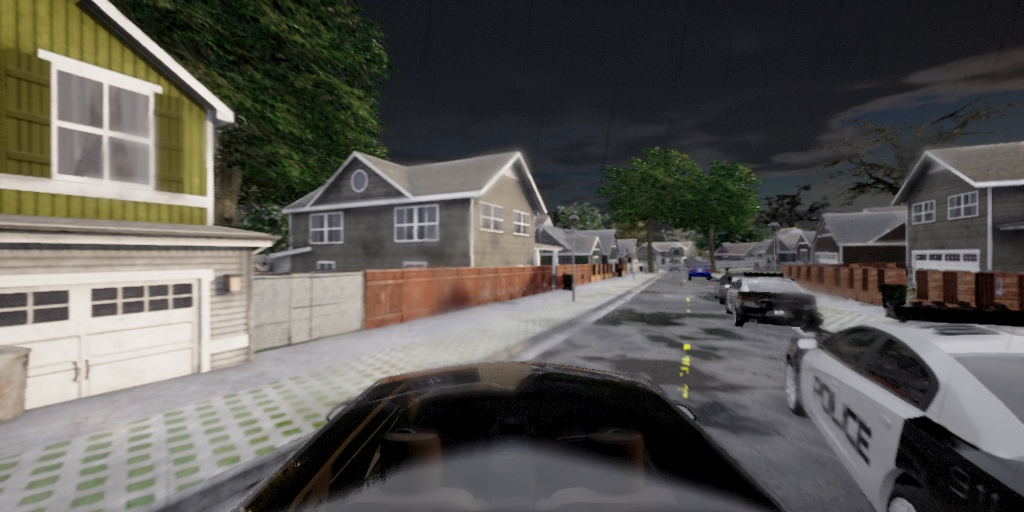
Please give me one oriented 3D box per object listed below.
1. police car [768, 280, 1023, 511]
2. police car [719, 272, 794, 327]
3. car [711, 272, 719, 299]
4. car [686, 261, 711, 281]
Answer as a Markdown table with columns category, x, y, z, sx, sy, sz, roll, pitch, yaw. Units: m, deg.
| category | x | y | z | sx | sy | sz | roll | pitch | yaw |
| --- | --- | --- | --- | --- | --- | --- | --- | --- | --- |
| police car | 3.763 | 1.209 | 2.939 | 1.930 | 1.638 | 5.238 | 0 | -1 | 27 |
| police car | 8.301 | 1.347 | 11.902 | 1.930 | 1.638 | 5.238 | 0 | -1 | 26 |
| car | 10.886 | 1.535 | 17.225 | 1.812 | 1.442 | 4.674 | 0 | -1 | 26 |
| car | 20.110 | 1.591 | 38.589 | 2.150 | 2.045 | 5.566 | 0 | -1 | 25 |
